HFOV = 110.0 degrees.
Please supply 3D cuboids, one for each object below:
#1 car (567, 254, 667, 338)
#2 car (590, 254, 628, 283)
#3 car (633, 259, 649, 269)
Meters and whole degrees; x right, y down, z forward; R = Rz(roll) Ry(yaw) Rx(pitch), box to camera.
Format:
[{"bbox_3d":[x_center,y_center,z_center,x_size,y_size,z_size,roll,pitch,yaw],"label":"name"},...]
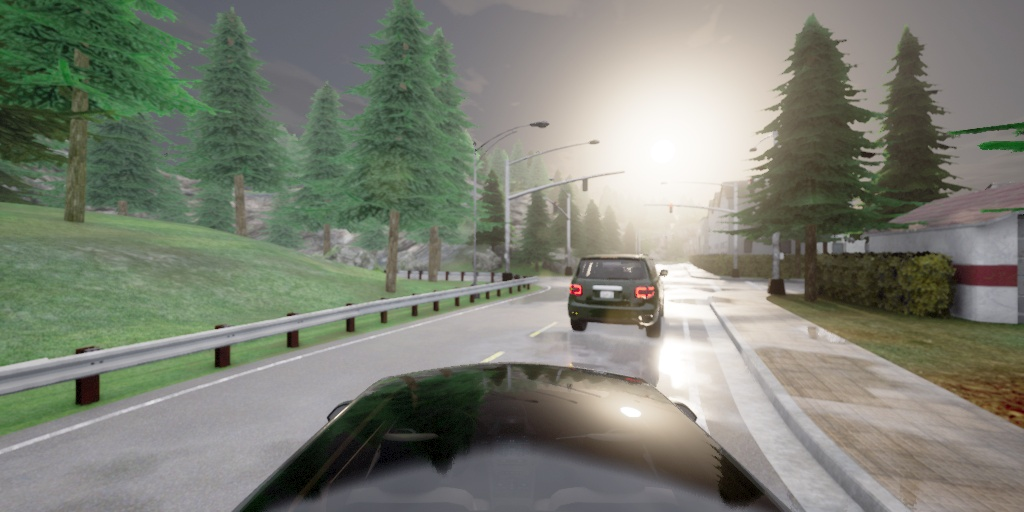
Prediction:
[{"bbox_3d":[3.256,0.963,10.540,2.150,2.045,5.566,0,0,24],"label":"car"},{"bbox_3d":[8.178,0.941,29.794,2.150,2.045,5.566,0,1,25],"label":"car"},{"bbox_3d":[20.224,1.268,55.968,1.994,1.385,4.181,0,0,25],"label":"car"}]
